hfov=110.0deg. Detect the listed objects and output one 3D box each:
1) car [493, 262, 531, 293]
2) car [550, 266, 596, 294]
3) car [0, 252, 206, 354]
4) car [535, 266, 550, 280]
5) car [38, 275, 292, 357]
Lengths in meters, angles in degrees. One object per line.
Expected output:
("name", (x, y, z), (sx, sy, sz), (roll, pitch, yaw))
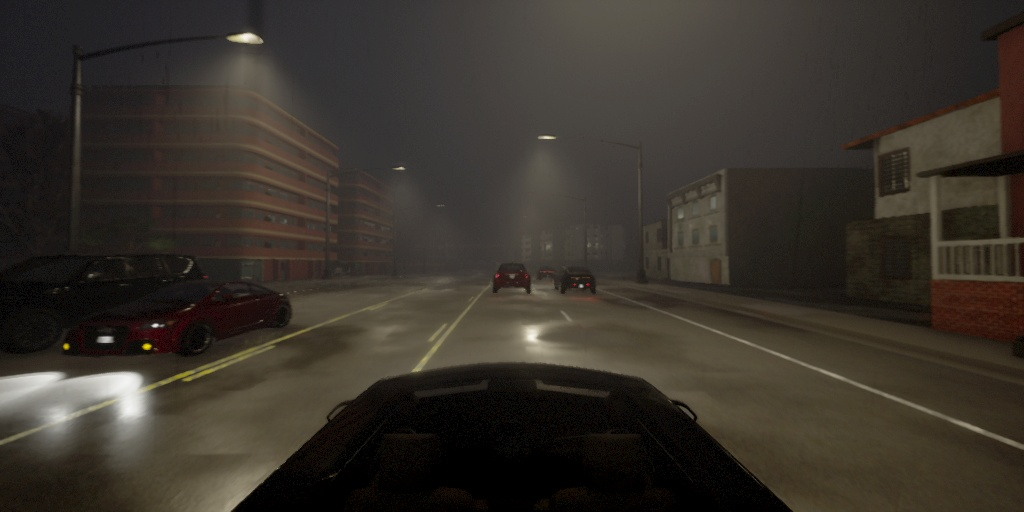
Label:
("car", (0.018, 1.152, 21.214), (2.097, 1.767, 4.553), (0, -1, 0))
("car", (3.513, 1.295, 20.526), (1.837, 1.490, 4.892), (0, -1, 0))
("car", (-10.592, 0.922, 8.947), (2.150, 2.045, 5.566), (0, 0, 0))
("car", (3.572, 1.814, 38.062), (1.837, 1.490, 4.892), (0, -2, 0))
("car", (-7.090, 1.267, 8.245), (1.994, 1.385, 4.181), (0, 0, 0))
